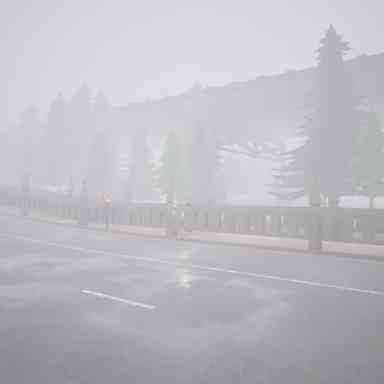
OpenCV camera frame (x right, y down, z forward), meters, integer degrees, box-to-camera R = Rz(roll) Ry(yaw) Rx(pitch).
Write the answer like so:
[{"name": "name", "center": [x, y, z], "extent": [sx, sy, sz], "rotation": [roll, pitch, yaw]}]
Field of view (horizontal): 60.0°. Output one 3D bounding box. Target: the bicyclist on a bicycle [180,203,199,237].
[{"name": "bicyclist on a bicycle", "center": [-0.089, 1.346, 16.116], "extent": [0.582, 1.620, 1.656], "rotation": [0, -3, 33]}]
